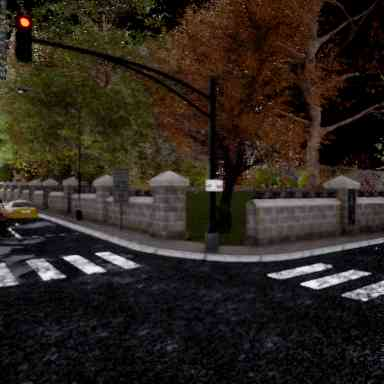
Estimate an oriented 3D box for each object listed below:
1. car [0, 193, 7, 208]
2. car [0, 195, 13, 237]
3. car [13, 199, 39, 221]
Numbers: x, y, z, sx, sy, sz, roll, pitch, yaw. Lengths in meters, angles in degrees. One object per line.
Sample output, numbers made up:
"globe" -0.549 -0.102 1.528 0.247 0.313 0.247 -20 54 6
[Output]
"car" -21.008 0.860 35.155 2.008 1.369 4.403 1 0 -36
"car" -9.912 1.051 15.387 2.097 1.767 4.553 0 1 -35
"car" -11.340 1.125 21.856 1.752 1.417 4.829 1 0 -36
